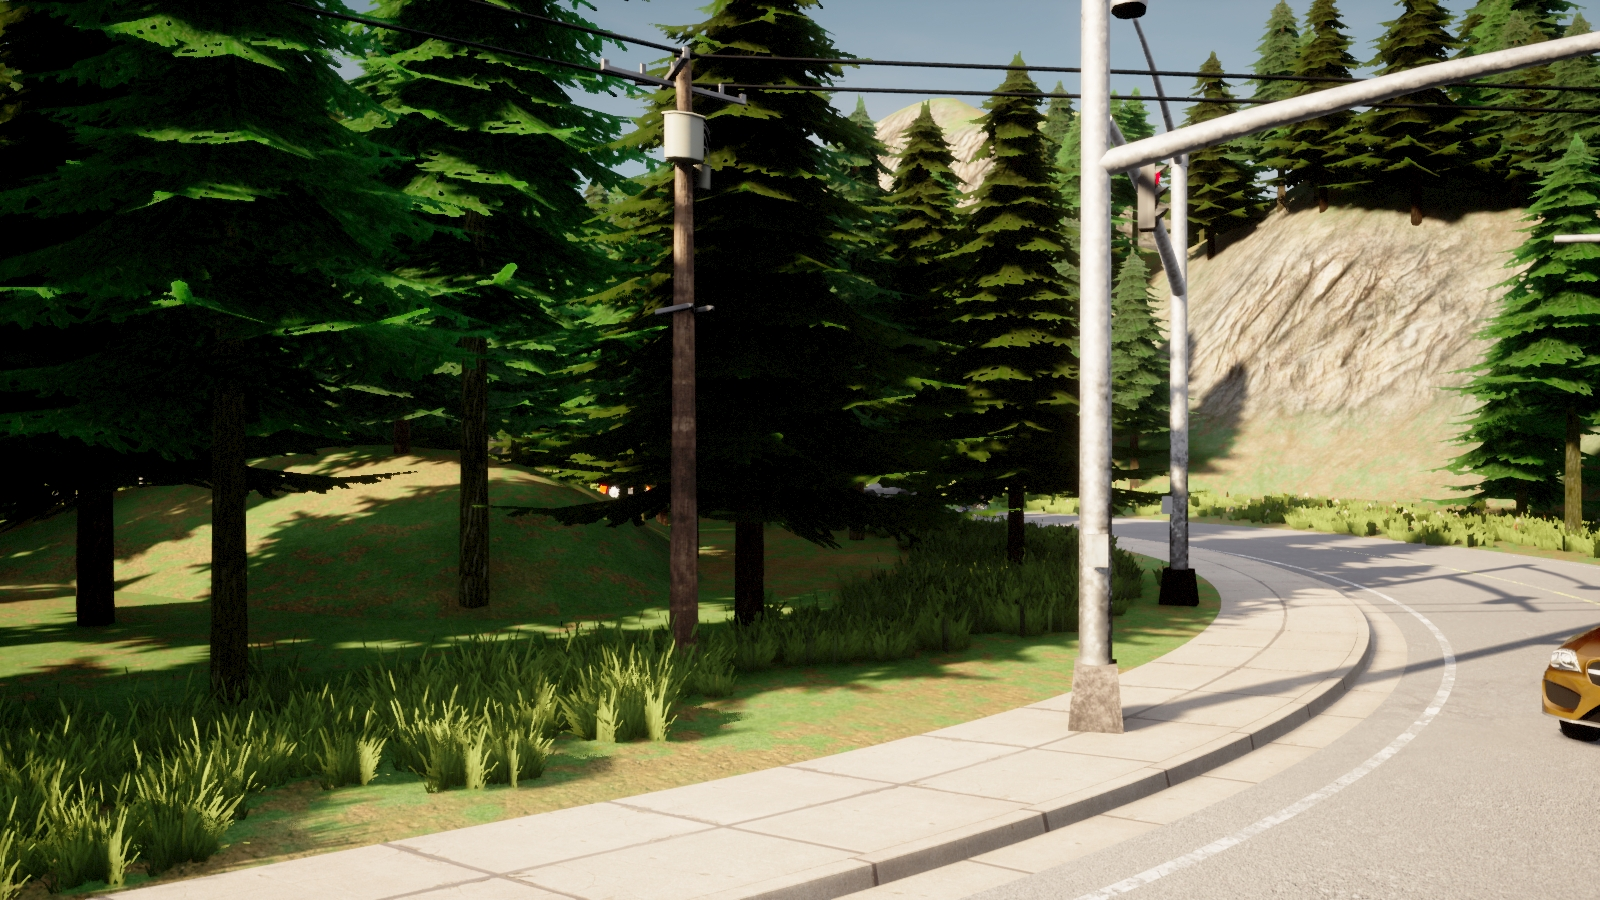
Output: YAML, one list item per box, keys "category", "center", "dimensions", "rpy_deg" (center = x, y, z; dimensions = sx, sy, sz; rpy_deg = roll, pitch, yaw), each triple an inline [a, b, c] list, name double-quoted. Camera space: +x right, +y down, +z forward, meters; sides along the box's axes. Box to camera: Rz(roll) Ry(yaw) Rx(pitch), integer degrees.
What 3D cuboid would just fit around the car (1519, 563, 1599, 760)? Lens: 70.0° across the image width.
- category: "car"
  center: [9.577, 1.970, 11.147]
  dimensions: [5.027, 1.651, 2.152]
  rpy_deg: [0, 0, -29]
